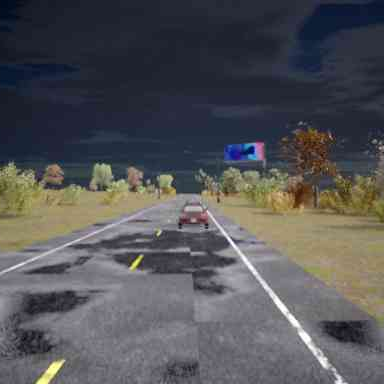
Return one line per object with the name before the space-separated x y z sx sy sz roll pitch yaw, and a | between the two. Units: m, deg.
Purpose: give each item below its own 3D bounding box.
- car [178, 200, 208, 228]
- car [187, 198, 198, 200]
car | 0.094 1.486 21.696 1.812 1.442 4.674 0 0 0
car | 0.086 1.479 40.346 2.033 1.411 5.357 0 0 0
